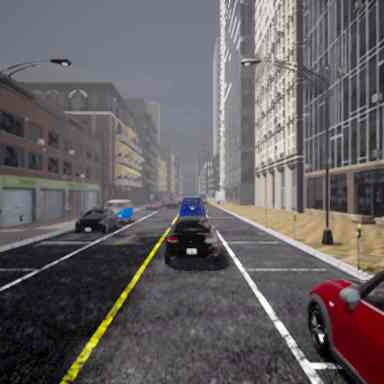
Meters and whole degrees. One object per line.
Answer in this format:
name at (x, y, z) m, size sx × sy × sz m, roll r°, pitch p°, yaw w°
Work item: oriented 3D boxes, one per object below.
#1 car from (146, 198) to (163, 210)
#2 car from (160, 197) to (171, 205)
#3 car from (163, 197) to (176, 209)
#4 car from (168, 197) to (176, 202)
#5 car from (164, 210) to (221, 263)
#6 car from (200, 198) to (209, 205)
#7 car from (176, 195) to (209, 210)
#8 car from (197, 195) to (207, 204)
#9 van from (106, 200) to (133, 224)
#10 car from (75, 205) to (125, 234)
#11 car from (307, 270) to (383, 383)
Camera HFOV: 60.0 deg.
car at (-5.697, 1.905, 48.647) m, size 1.802 × 1.307 × 4.206 m, roll 0°, pitch 0°, yaw 0°
car at (-5.699, 1.925, 71.243) m, size 1.967 × 1.590 × 4.097 m, roll 0°, pitch 0°, yaw 0°
car at (-3.084, 1.954, 52.876) m, size 1.895 × 1.301 × 4.718 m, roll 0°, pitch 0°, yaw 0°
car at (-5.703, 2.218, 93.835) m, size 1.947 × 1.339 × 4.313 m, roll 0°, pitch 0°, yaw 0°
car at (0.046, 1.606, 12.193) m, size 1.812 × 1.442 × 4.674 m, roll 0°, pitch 0°, yaw 1°
car at (2.681, 2.012, 71.413) m, size 1.752 × 1.417 × 4.829 m, roll 0°, pitch 0°, yaw 0°
car at (0.062, 1.415, 29.164) m, size 2.150 × 2.045 × 5.566 m, roll 0°, pitch 0°, yaw 0°
car at (2.384, 1.792, 82.082) m, size 2.150 × 2.045 × 5.566 m, roll 0°, pitch 0°, yaw 0°
van at (-5.693, 1.512, 26.056) m, size 1.690 × 1.788 × 3.998 m, roll 0°, pitch 0°, yaw 0°
car at (-5.694, 1.700, 20.405) m, size 1.947 × 1.339 × 4.313 m, roll 0°, pitch 0°, yaw 0°
car at (2.689, 1.464, 3.461) m, size 1.967 × 1.590 × 4.097 m, roll 0°, pitch 0°, yaw 0°
